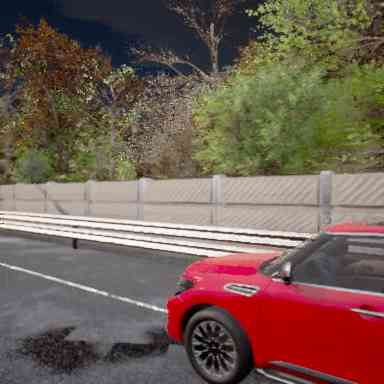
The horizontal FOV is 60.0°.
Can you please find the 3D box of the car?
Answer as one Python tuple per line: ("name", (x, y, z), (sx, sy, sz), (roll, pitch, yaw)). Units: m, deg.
("car", (2.270, 1.284, 3.696), (5.566, 2.045, 2.150), (0, -1, 37))
